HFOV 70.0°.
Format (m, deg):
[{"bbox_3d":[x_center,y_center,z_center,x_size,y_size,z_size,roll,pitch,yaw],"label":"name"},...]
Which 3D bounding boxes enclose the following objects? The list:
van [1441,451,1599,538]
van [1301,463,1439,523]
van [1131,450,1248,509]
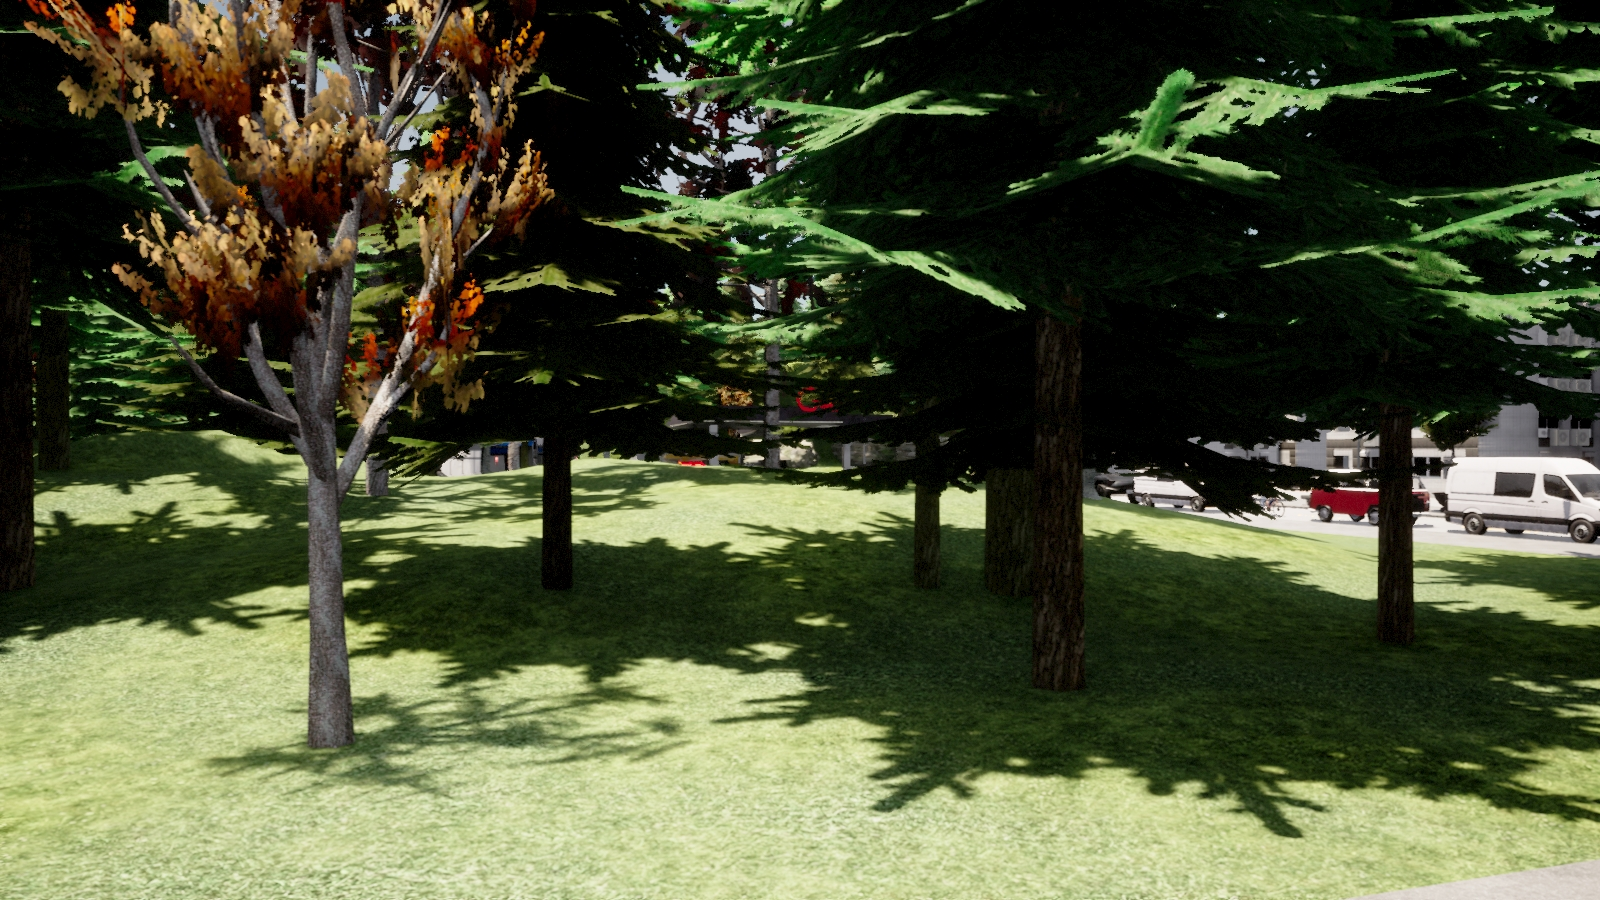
[{"bbox_3d":[23.492,1.299,36.063,1.988,2.561,5.915,0,0,-18],"label":"van"},{"bbox_3d":[21.265,1.547,42.828,2.069,2.038,4.480,0,0,-18],"label":"van"},{"bbox_3d":[17.915,1.299,52.943,1.988,2.561,5.915,0,0,-18],"label":"van"}]
